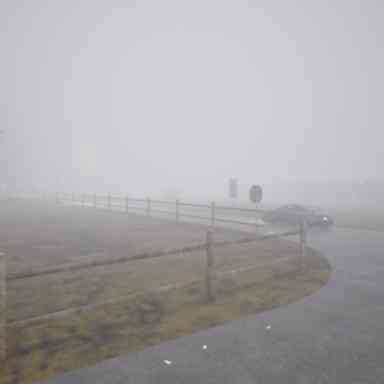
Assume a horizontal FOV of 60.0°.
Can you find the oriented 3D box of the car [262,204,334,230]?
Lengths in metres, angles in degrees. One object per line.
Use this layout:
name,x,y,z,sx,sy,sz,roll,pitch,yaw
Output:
car,6.175,1.381,19.756,1.994,1.385,4.181,1,1,-32
